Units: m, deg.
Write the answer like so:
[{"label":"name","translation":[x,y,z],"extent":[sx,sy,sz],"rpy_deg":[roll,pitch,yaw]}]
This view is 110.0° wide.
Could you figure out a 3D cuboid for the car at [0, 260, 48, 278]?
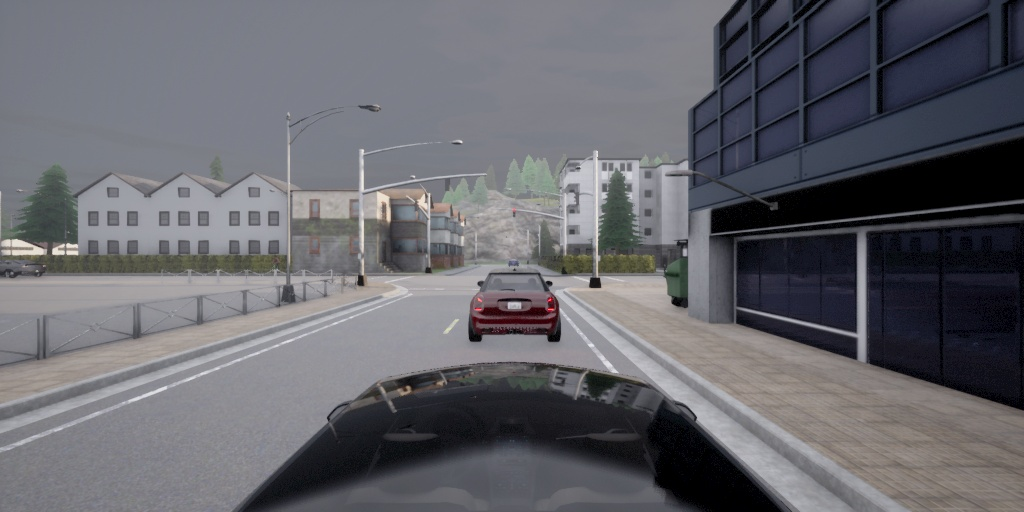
[{"label":"car","translation":[-42.115,1.065,30.001],"extent":[4.902,1.511,2.128],"rpy_deg":[0,0,0]}]

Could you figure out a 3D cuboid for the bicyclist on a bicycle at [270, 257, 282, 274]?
[{"label":"bicyclist on a bicycle","translation":[-22.226,0.874,33.761],"extent":[0.582,1.620,1.656],"rpy_deg":[0,0,0]}]

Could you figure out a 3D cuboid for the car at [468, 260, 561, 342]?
[{"label":"car","translation":[0.081,1.102,9.928],"extent":[2.097,1.767,4.553],"rpy_deg":[0,0,1]}]
